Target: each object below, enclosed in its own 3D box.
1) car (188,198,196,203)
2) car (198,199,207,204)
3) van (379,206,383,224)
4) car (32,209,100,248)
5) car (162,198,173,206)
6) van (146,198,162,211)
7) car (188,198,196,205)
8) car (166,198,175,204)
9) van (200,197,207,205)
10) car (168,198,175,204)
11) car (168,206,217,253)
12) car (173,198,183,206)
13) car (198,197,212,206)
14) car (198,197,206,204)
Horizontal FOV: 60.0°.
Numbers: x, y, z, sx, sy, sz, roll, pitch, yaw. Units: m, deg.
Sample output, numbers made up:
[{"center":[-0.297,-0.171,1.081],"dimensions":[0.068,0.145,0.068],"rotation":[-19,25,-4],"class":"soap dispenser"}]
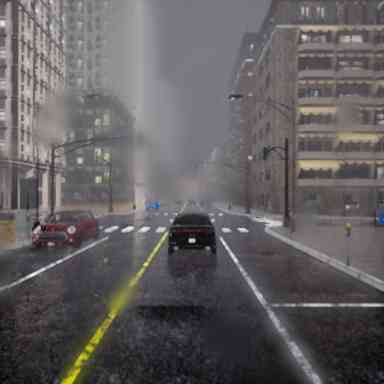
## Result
[{"center":[0.050,2.248,87.372],"dimensions":[2.033,1.411,5.357],"rotation":[0,-1,0],"class":"car"},{"center":[2.737,2.402,86.724],"dimensions":[2.008,1.369,4.403],"rotation":[0,-1,0],"class":"car"},{"center":[16.943,1.952,26.120],"dimensions":[3.998,1.788,1.690],"rotation":[1,-2,0],"class":"van"},{"center":[-5.684,1.586,15.402],"dimensions":[1.967,1.590,4.097],"rotation":[0,-1,0],"class":"car"},{"center":[-5.653,2.205,69.907],"dimensions":[1.752,1.417,4.829],"rotation":[0,-1,0],"class":"car"},{"center":[-5.665,1.801,47.876],"dimensions":[1.690,1.788,3.998],"rotation":[0,-1,0],"class":"van"},{"center":[0.043,2.303,75.313],"dimensions":[1.895,1.301,4.718],"rotation":[0,-1,0],"class":"car"},{"center":[-5.644,2.291,86.729],"dimensions":[1.967,1.590,4.097],"rotation":[0,-1,0],"class":"car"},{"center":[2.733,2.136,81.176],"dimensions":[1.690,1.788,3.998],"rotation":[0,-1,0],"class":"van"},{"center":[-5.641,2.432,92.109],"dimensions":[1.752,1.417,4.829],"rotation":[0,-1,0],"class":"car"},{"center":[0.016,1.615,14.486],"dimensions":[1.882,1.535,5.008],"rotation":[0,0,0],"class":"car"},{"center":[-2.960,2.216,73.432],"dimensions":[1.837,1.490,4.892],"rotation":[0,-1,0],"class":"car"},{"center":[2.724,1.941,64.525],"dimensions":[2.192,1.841,5.009],"rotation":[0,-1,0],"class":"car"},{"center":[2.739,2.224,92.278],"dimensions":[2.192,1.841,5.009],"rotation":[0,-1,0],"class":"car"}]
